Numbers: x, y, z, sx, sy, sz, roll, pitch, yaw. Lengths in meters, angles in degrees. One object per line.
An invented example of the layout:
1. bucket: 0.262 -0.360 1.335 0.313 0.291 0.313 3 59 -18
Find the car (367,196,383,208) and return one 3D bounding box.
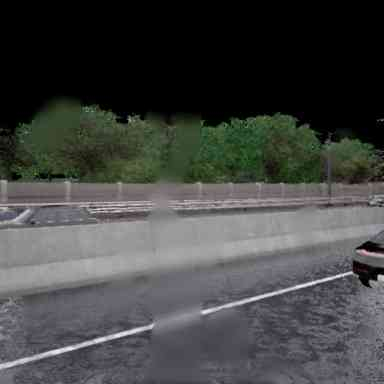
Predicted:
1. car: 24.437 1.266 42.868 4.902 1.511 2.128 -1 0 -35

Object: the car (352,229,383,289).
1. car: 5.711 1.463 7.816 4.902 1.511 2.128 0 0 -35

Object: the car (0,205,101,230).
1. car: -5.803 1.344 12.748 4.553 1.767 2.097 0 0 -35

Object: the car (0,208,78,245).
1. car: -8.246 1.541 15.306 5.357 1.411 2.033 0 0 -35

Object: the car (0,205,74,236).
1. car: -9.643 1.538 18.608 5.357 1.411 2.033 0 0 -35
